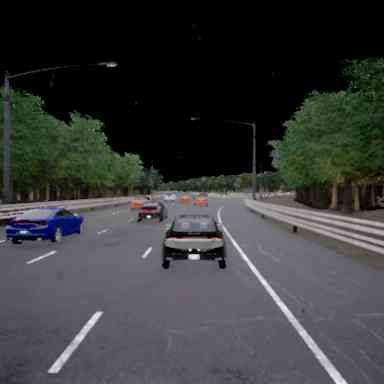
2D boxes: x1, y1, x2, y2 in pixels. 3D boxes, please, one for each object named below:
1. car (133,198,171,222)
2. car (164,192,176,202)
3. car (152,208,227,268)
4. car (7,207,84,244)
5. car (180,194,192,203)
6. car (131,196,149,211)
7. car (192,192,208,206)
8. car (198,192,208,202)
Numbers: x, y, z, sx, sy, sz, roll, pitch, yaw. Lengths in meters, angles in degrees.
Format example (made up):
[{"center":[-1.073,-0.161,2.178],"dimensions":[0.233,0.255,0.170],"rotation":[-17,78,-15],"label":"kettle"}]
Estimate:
[{"center":[-3.031,1.501,26.283],"dimensions":[1.837,1.490,4.892],"rotation":[0,0,2],"label":"car"},{"center":[-4.656,1.101,71.857],"dimensions":[2.150,2.045,5.566],"rotation":[0,0,3],"label":"car"},{"center":[0.084,1.494,11.205],"dimensions":[2.128,1.511,4.902],"rotation":[0,0,1],"label":"car"},{"center":[-6.769,1.475,15.971],"dimensions":[1.882,1.535,5.008],"rotation":[0,0,1],"label":"car"},{"center":[-1.269,1.241,67.874],"dimensions":[2.097,1.767,4.553],"rotation":[0,0,3],"label":"car"},{"center":[-6.020,1.318,40.957],"dimensions":[2.097,1.767,4.553],"rotation":[0,0,2],"label":"car"},{"center":[1.533,1.284,54.880],"dimensions":[2.097,1.767,4.553],"rotation":[0,0,3],"label":"car"},{"center":[2.550,1.100,76.831],"dimensions":[2.150,2.045,5.566],"rotation":[0,0,2],"label":"car"}]
